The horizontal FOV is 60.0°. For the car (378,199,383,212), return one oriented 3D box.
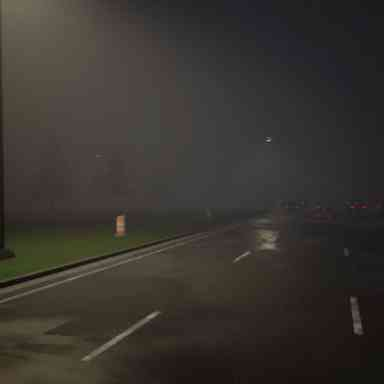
[{"bbox_3d":[22.470,1.715,37.312,1.895,1.301,4.718,-1,-1,24],"label":"car"}]

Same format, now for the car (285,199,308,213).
[{"bbox_3d":[12.876,1.827,41.577,2.033,1.411,5.357,-1,-1,24],"label":"car"}]

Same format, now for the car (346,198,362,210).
[{"bbox_3d":[23.245,1.720,47.935,1.837,1.490,4.892,-1,-1,24],"label":"car"}]

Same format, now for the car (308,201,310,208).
[{"bbox_3d":[16.834,1.831,50.744,1.837,1.490,4.892,-1,-1,24],"label":"car"}]

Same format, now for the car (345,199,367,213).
[{"bbox_3d":[19.287,1.717,38.769,2.033,1.411,5.357,-1,-1,24],"label":"car"}]

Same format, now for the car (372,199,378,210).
[{"bbox_3d":[26.452,1.724,46.531,1.994,1.385,4.181,-1,-1,24],"label":"car"}]

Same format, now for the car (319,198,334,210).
[{"bbox_3d":[20.039,1.748,49.340,1.882,1.535,5.008,-1,-1,24],"label":"car"}]

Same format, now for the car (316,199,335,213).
[{"bbox_3d":[16.049,1.825,40.099,1.895,1.301,4.718,-1,-1,24],"label":"car"}]
